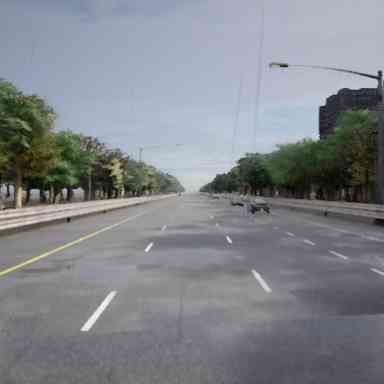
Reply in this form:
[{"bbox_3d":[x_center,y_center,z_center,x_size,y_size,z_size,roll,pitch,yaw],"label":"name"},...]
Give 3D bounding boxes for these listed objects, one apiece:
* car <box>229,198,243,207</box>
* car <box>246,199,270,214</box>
[{"bbox_3d":[7.026,1.585,53.258,2.033,1.411,5.357,0,0,0],"label":"car"},{"bbox_3d":[7.001,1.520,35.607,1.837,1.490,4.892,0,0,0],"label":"car"}]
